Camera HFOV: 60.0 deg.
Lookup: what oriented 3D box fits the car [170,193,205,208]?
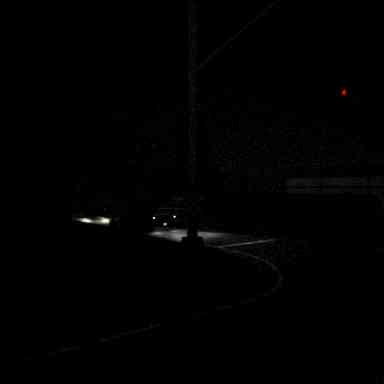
[{"bbox_3d":[-0.605,1.226,49.323,5.566,2.045,2.150,0,0,-40],"label":"car"}]

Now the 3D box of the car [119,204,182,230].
[{"bbox_3d":[-2.915,1.601,21.628,1.895,1.301,4.718,0,0,-37],"label":"car"}]

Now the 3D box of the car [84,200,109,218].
[{"bbox_3d":[-8.988,1.478,30.956,1.882,1.535,5.008,0,0,-20],"label":"car"}]
